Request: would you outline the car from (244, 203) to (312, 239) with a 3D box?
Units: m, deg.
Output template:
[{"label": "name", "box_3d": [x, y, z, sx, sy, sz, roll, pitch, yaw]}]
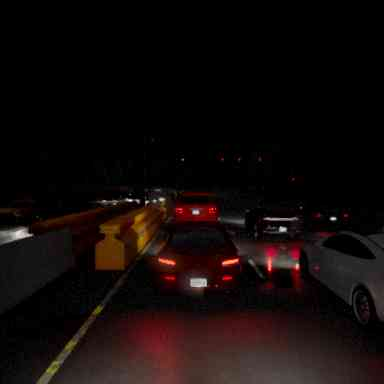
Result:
[{"label": "car", "box_3d": [3.694, 1.278, 15.876, 2.128, 1.511, 4.902, 0, 1, 0]}]

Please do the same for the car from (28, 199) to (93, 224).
[{"label": "car", "box_3d": [-6.985, 1.250, 18.717, 1.837, 1.490, 4.892, 0, 0, 0]}]

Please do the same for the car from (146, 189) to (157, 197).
[{"label": "car", "box_3d": [-9.866, 0.151, 80.618, 2.097, 1.767, 4.553, 0, 1, 0]}]

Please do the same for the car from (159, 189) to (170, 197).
[{"label": "car", "box_3d": [-6.391, 0.196, 77.661, 2.097, 1.767, 4.553, 0, 1, 0]}]

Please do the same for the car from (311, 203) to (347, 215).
[{"label": "car", "box_3d": [7.218, 1.303, 18.961, 1.994, 1.385, 4.181, 0, 1, 0]}]

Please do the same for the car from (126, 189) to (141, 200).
[{"label": "car", "box_3d": [-10.104, 0.671, 60.325, 1.994, 1.385, 4.181, 0, 1, 1]}]

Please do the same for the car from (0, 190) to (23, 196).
[{"label": "car", "box_3d": [-13.945, 0.893, 23.531, 2.150, 2.045, 5.566, 0, 1, 0]}]

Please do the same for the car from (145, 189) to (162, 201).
[{"label": "car", "box_3d": [-6.647, 0.692, 56.397, 1.812, 1.442, 4.674, 0, 1, 1]}]

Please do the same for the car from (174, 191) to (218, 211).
[{"label": "car", "box_3d": [0.204, 0.978, 17.861, 2.150, 2.045, 5.566, 0, 1, 1]}]

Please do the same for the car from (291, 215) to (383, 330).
[{"label": "car", "box_3d": [3.629, 1.453, 6.628, 1.812, 1.442, 4.674, 0, 1, 0]}]

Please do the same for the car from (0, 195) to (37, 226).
[{"label": "car", "box_3d": [-10.466, 1.187, 20.917, 1.882, 1.535, 5.008, 0, 1, 0]}]

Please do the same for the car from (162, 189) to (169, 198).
[{"label": "car", "box_3d": [-6.500, 0.494, 67.221, 2.128, 1.511, 4.902, 0, 1, 1]}]

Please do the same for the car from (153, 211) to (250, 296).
[{"label": "car", "box_3d": [0.141, 1.428, 8.264, 1.812, 1.442, 4.674, 0, 1, 0]}]

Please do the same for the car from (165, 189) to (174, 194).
[{"label": "car", "box_3d": [-6.265, -0.234, 92.668, 2.033, 1.411, 5.357, 0, 1, 0]}]

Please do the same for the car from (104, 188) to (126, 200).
[{"label": "car", "box_3d": [-13.636, 0.363, 58.039, 2.150, 2.045, 5.566, 0, 1, 1]}]
